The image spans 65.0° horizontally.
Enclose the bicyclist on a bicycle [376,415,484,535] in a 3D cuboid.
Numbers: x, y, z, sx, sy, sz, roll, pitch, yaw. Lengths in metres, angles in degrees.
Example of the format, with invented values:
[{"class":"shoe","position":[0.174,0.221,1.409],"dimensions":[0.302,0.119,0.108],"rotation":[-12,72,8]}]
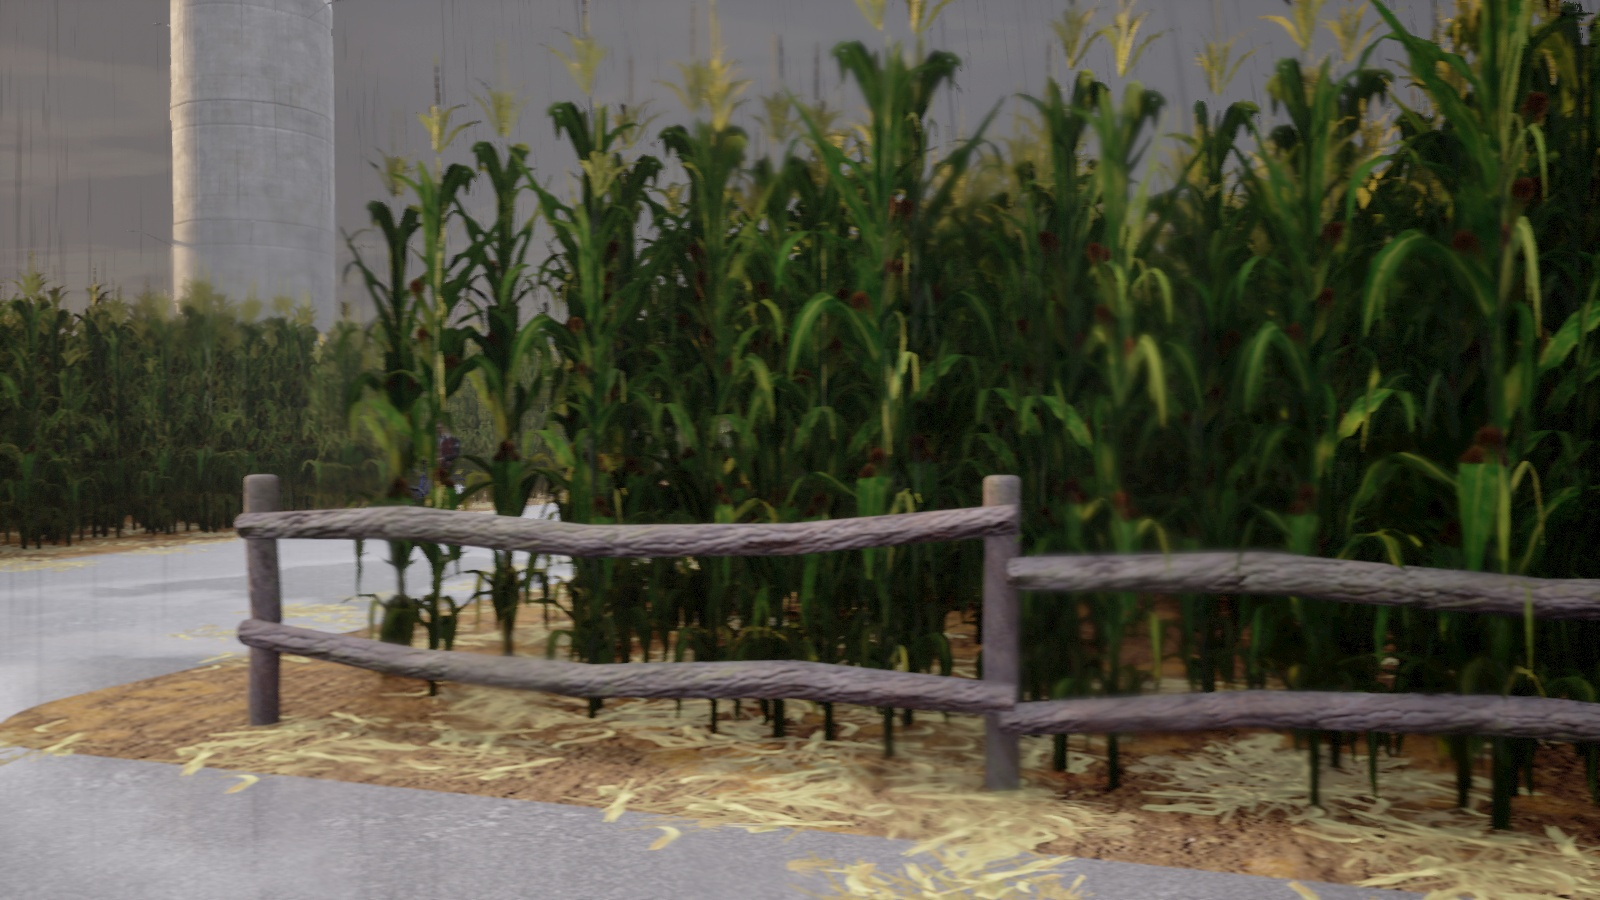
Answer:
[{"class":"bicyclist on a bicycle","position":[-5.723,0.362,19.545],"dimensions":[0.659,1.776,1.843],"rotation":[1,0,19]}]
